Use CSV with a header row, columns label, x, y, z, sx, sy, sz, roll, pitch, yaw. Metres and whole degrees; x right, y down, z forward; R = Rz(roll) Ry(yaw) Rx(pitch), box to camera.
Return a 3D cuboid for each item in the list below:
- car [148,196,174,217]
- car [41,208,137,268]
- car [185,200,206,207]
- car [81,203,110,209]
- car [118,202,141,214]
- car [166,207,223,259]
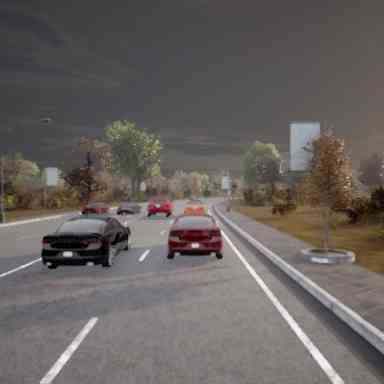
label,x,y,z,sx,sy,sz,roll,pitch,yaw
car,-3.161,1.453,34.239,2.150,2.045,5.566,0,0,1
car,-3.393,1.556,11.581,1.882,1.535,5.008,0,0,0
car,0.346,1.582,34.046,2.097,1.767,4.553,0,0,1
car,-10.307,1.842,35.727,1.895,1.301,4.718,0,0,2
car,-6.795,1.793,36.287,2.033,1.411,5.357,0,0,2
car,0.111,1.567,13.097,1.882,1.535,5.008,0,0,0
